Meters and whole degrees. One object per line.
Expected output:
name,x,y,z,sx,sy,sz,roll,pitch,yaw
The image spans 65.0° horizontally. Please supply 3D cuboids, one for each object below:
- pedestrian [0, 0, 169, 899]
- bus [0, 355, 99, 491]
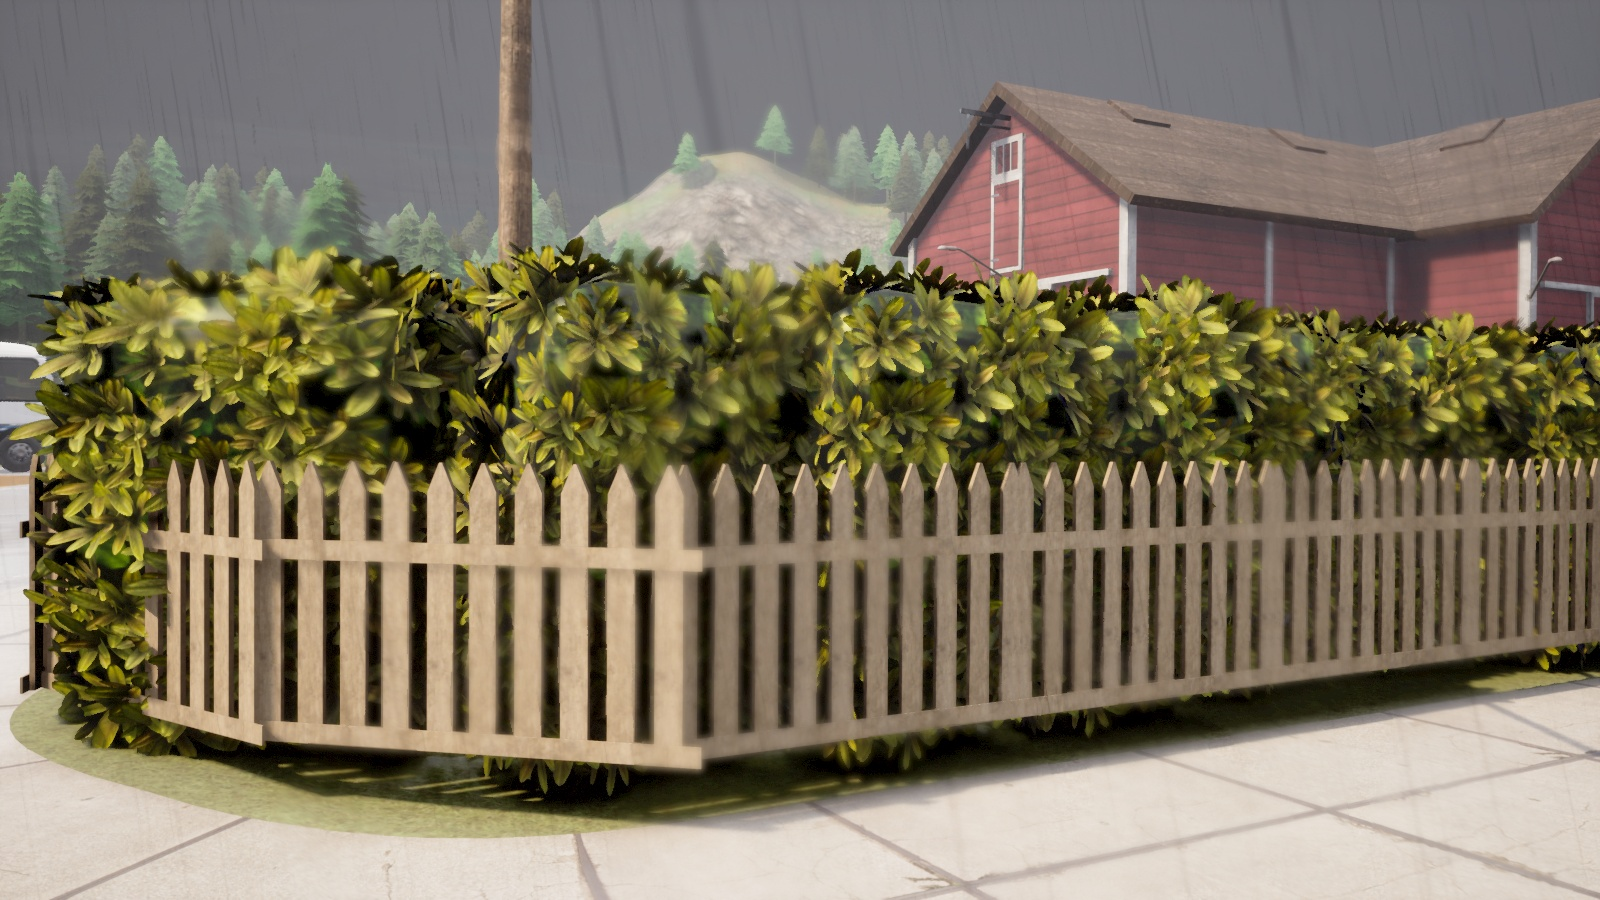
pedestrian,-0.938,0.594,0.746,0.900,1.855,0.874,-1,1,-35
bus,-28.185,-0.793,39.853,10.273,4.253,3.944,-1,1,-29
